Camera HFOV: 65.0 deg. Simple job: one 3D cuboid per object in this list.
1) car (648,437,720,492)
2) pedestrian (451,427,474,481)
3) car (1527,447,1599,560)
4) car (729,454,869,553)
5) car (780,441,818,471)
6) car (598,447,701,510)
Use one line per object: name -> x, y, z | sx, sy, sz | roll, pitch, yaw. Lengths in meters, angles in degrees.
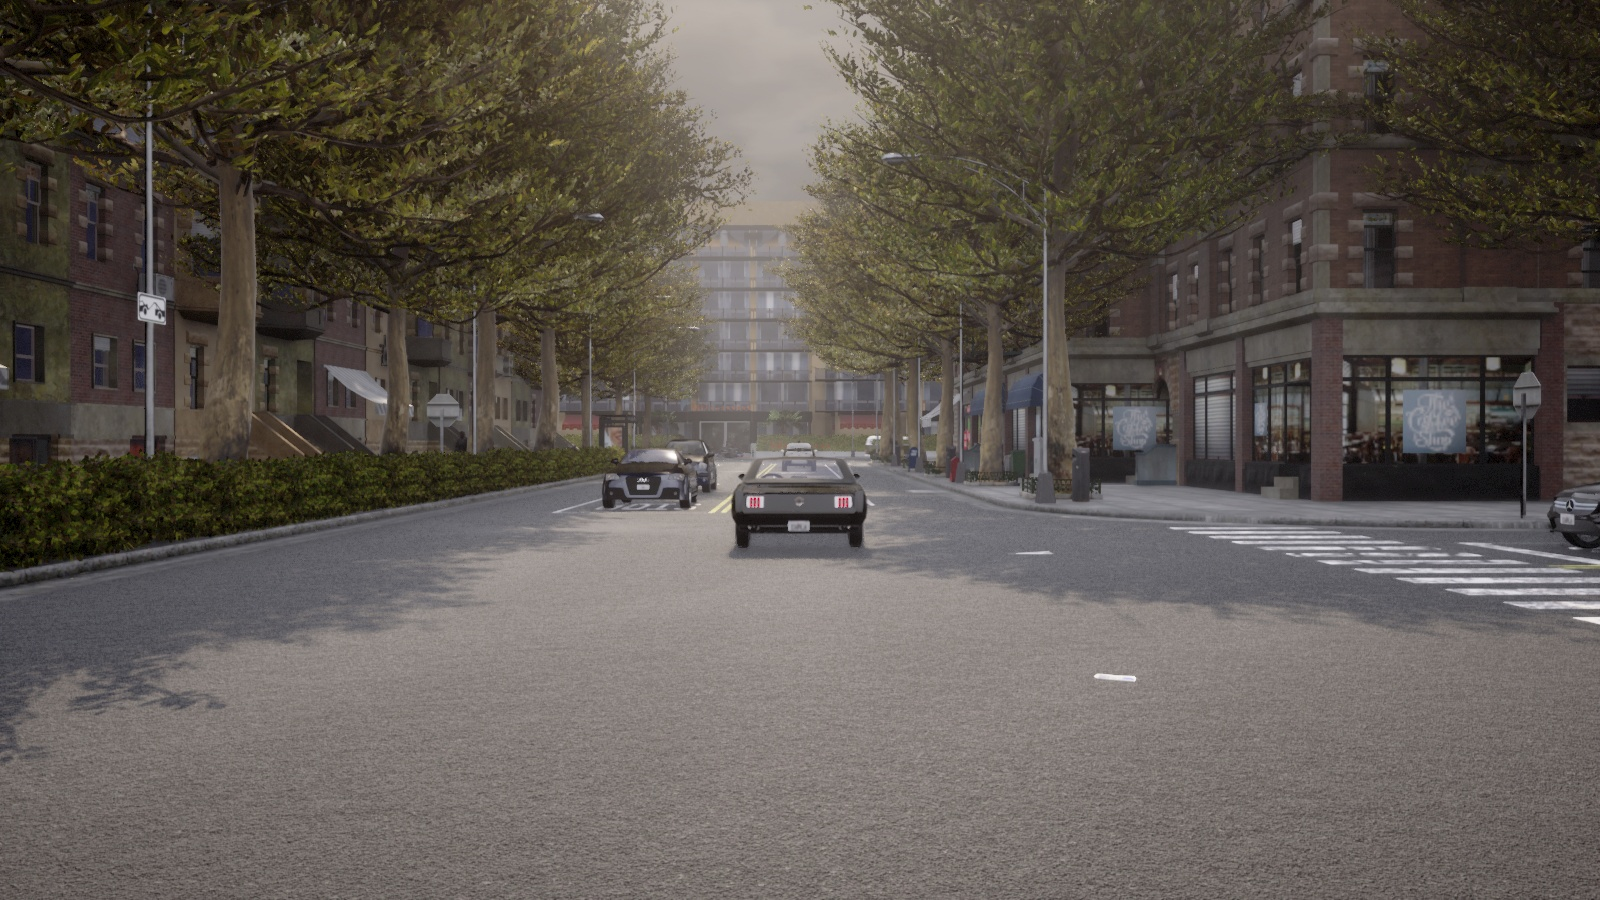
car -> -3.528, 0.421, 38.868 | 1.851, 1.617, 3.988 | 0, 0, 0
pedestrian -> -11.966, 0.140, 44.524 | 0.563, 1.883, 0.849 | 0, 0, 0
car -> 12.593, 0.687, 16.822 | 4.674, 1.442, 1.812 | 0, 0, -1
car -> -0.014, 0.736, 19.450 | 1.895, 1.301, 4.718 | 0, 0, 0
car -> -0.049, 0.311, 67.182 | 2.007, 1.525, 4.514 | 0, 0, 0
car -> -3.518, 0.636, 30.072 | 1.994, 1.385, 4.181 | 0, 0, 0
